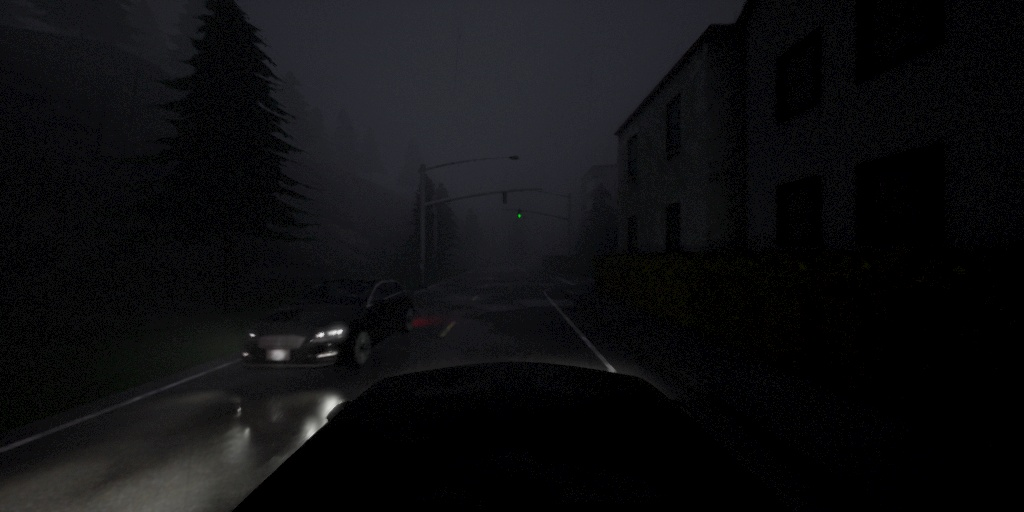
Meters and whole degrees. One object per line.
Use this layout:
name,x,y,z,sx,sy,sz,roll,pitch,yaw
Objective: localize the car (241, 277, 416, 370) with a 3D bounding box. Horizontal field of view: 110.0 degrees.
car,-3.541,1.243,7.911,2.128,1.511,4.902,0,0,1
